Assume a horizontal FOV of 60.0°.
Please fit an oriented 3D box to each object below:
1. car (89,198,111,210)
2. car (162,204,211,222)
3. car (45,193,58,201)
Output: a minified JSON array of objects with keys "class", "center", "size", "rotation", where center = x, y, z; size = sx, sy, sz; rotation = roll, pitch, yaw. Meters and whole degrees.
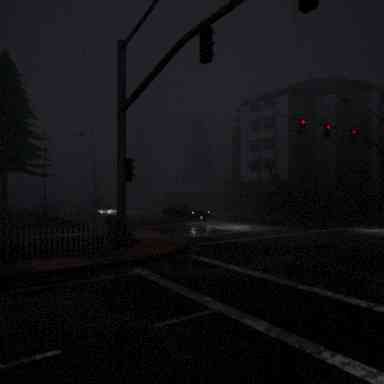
[{"class":"car","center":[-12.326,1.500,44.439],"size":[2.128,1.511,4.902],"rotation":[0,0,-34]},{"class":"car","center":[-0.528,1.608,26.770],"size":[1.895,1.301,4.718],"rotation":[0,0,-34]},{"class":"car","center":[-36.642,1.159,86.606],"size":[2.150,2.045,5.566],"rotation":[0,0,-41]}]
